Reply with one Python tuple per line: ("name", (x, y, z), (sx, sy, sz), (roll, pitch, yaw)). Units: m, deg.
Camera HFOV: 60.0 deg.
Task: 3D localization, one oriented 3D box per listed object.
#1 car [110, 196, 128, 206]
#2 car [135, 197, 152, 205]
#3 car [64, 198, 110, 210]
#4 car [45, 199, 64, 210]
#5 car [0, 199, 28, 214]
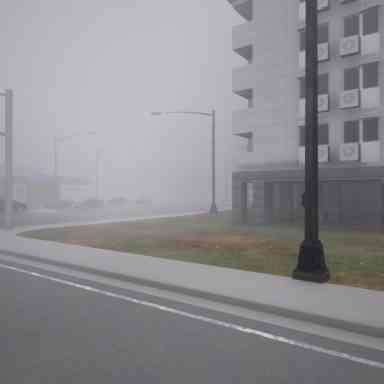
("car", (-12.346, 1.477, 55.461), (1.882, 1.535, 5.008), (0, 0, 11))
("car", (-8.416, 1.601, 57.570), (1.895, 1.301, 4.718), (0, 0, 8))
("car", (-13.375, 1.492, 42.773), (2.128, 1.511, 4.902), (0, 0, 28))
("car", (-16.997, 1.564, 43.441), (1.994, 1.385, 4.181), (0, 0, 29))
("car", (-19.373, 1.478, 33.718), (1.882, 1.535, 5.008), (0, 0, 36))
